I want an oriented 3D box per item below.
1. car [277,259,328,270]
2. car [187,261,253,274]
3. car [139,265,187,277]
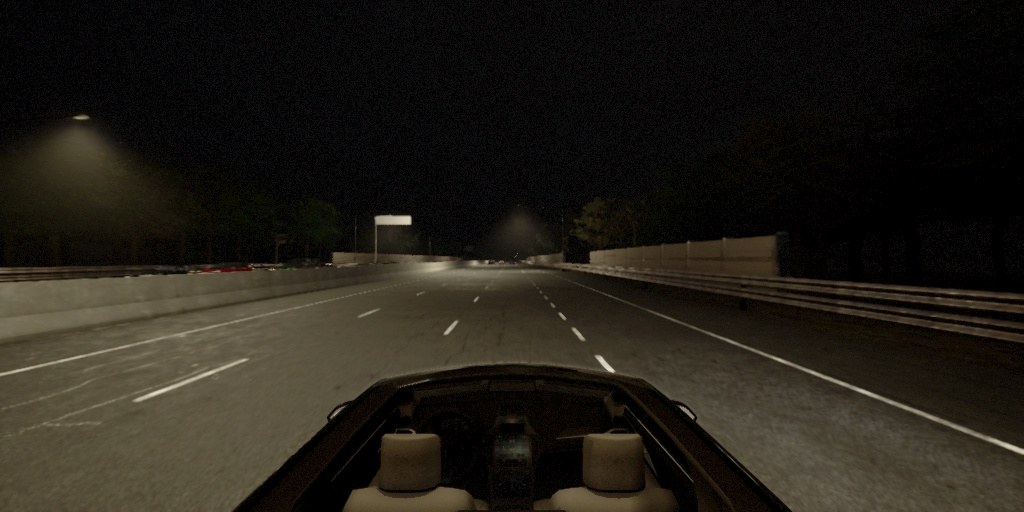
[{"bbox_3d":[-17.595,1.347,31.006,2.097,1.767,4.553,0,0,0],"label":"car"},{"bbox_3d":[-24.593,1.345,30.807,2.097,1.767,4.553,0,-1,0],"label":"car"},{"bbox_3d":[-28.096,1.477,29.910,2.128,1.511,4.902,0,0,0],"label":"car"}]
